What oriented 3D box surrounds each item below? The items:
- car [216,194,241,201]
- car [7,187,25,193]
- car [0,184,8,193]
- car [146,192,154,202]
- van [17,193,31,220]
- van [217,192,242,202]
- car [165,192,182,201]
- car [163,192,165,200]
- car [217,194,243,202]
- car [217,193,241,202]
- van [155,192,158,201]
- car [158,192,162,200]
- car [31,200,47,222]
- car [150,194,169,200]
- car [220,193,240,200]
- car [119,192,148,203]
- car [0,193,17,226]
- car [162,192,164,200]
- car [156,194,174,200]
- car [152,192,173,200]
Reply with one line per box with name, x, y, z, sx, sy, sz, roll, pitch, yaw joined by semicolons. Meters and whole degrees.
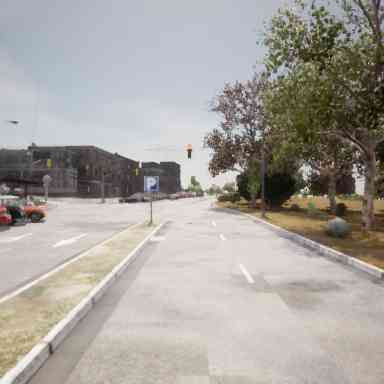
car;8.167;1.257;74.652;5.366;1.575;1.946;1;0;-13
car;-28.177;0.134;54.103;2.002;1.452;4.674;6;-3;-19
car;-31.172;-0.429;54.162;2.435;2.045;5.566;6;-3;-19
car;-10.815;1.313;66.231;5.366;1.575;1.946;-1;0;-15
van;-13.608;1.294;22.454;4.442;1.987;1.878;-1;0;-19
van;7.268;1.042;65.837;4.442;1.987;1.878;1;0;-14
car;-4.483;1.292;81.148;2.128;1.511;4.902;0;0;7
car;-9.287;1.357;81.191;4.674;1.452;2.002;-1;0;-13
car;8.186;1.263;71.801;5.366;1.575;1.946;1;0;-13
car;7.651;1.141;68.807;4.553;1.767;2.185;1;0;-14
van;-10.257;1.091;72.223;4.442;1.987;1.878;-1;0;-14
car;-10.030;1.320;75.194;4.892;1.521;2.231;-1;0;-14
car;-13.633;1.401;25.431;4.553;1.767;2.185;-1;0;-19
car;-8.473;1.356;87.173;4.674;1.452;2.002;-1;0;-12
car;9.438;1.128;83.507;4.553;1.767;2.185;1;0;-12
car;-11.459;1.356;63.238;4.792;1.488;2.163;-1;0;-15
car;-13.723;1.264;19.417;5.566;2.045;2.435;-1;0;-20
car;-9.658;1.358;78.189;4.674;1.452;2.002;-1;0;-13
car;-7.603;1.315;93.158;5.008;1.535;2.097;-1;0;-12
car;-8.024;1.064;90.179;5.566;2.045;2.435;-1;0;-12
